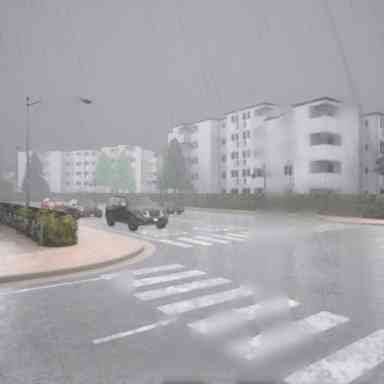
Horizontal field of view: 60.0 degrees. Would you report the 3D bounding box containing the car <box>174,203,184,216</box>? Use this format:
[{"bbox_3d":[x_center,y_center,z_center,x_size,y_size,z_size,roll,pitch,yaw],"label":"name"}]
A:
[{"bbox_3d":[-2.789,1.601,32.183,1.895,1.301,4.718,0,0,-36],"label":"car"}]

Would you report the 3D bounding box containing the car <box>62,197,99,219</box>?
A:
[{"bbox_3d":[-9.515,1.352,29.174,2.097,1.767,4.553,0,0,-36],"label":"car"}]

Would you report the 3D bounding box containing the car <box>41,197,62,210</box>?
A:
[{"bbox_3d":[-15.413,1.352,37.335,2.097,1.767,4.553,0,0,-36],"label":"car"}]

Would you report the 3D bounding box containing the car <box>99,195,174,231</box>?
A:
[{"bbox_3d":[-3.669,1.221,21.048,2.150,2.045,5.566,0,0,-36],"label":"car"}]
